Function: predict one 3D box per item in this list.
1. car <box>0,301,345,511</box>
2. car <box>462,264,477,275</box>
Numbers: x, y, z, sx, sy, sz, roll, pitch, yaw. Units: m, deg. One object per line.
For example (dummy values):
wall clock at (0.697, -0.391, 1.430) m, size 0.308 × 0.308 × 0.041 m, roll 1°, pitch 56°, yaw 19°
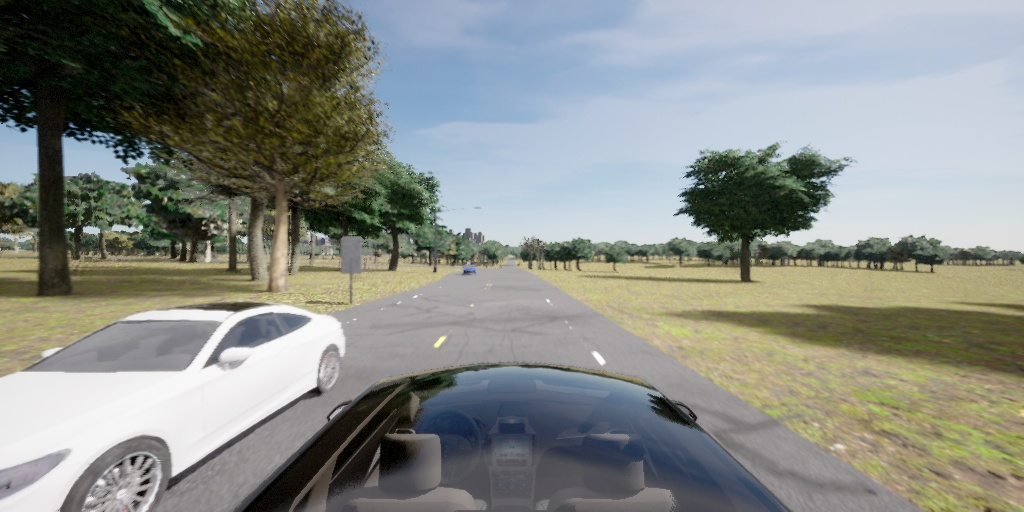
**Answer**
car at (-3.601, 1.301, 4.056) m, size 1.812 × 1.442 × 4.674 m, roll 0°, pitch -1°, yaw 0°
car at (-6.100, 1.946, 51.693) m, size 1.882 × 1.535 × 5.008 m, roll 0°, pitch -1°, yaw -6°
